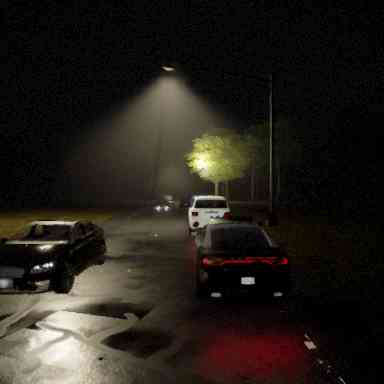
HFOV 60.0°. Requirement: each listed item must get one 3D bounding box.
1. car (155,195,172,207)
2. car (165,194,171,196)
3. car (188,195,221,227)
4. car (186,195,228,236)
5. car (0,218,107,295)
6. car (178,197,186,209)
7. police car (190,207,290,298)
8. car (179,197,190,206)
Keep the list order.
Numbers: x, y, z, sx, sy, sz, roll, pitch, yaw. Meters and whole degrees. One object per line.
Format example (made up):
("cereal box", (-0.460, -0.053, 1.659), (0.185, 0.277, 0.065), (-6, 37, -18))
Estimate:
("car", (-4.650, 1.663, 52.696), (1.994, 1.385, 4.181), (0, 0, -2))
("car", (-6.727, 1.514, 93.645), (2.150, 2.045, 5.566), (0, -1, -4))
("car", (0.809, 1.249, 24.651), (2.150, 2.045, 5.566), (0, 0, -1))
("car", (0.903, 1.244, 18.642), (2.150, 2.045, 5.566), (0, 0, -1))
("car", (-3.648, 1.498, 8.865), (2.128, 1.511, 4.902), (0, 0, 0))
("car", (-0.782, 1.642, 46.168), (1.994, 1.385, 4.181), (0, 0, -1))
("police car", (1.009, 1.428, 8.696), (1.930, 1.638, 5.238), (0, 0, 0))
("car", (-1.320, 1.623, 59.870), (1.837, 1.490, 4.892), (-1, 0, -3))
